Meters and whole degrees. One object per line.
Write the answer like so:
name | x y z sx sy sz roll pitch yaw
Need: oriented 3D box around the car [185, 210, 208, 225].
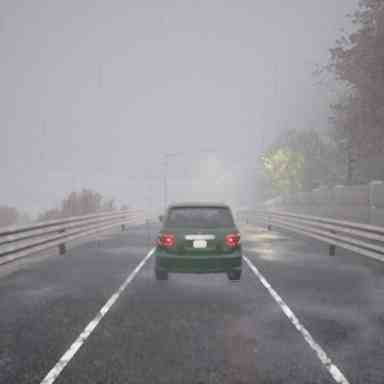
car | 0.493 2.392 31.665 1.994 1.385 4.181 0 -3 2

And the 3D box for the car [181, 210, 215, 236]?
car | 0.377 1.921 21.371 1.994 1.385 4.181 0 -2 1

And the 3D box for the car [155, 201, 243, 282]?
car | 0.134 1.291 10.107 2.150 2.045 5.566 0 -1 -1
